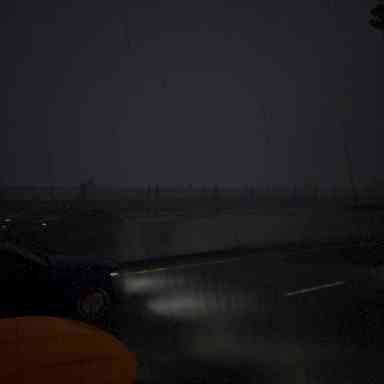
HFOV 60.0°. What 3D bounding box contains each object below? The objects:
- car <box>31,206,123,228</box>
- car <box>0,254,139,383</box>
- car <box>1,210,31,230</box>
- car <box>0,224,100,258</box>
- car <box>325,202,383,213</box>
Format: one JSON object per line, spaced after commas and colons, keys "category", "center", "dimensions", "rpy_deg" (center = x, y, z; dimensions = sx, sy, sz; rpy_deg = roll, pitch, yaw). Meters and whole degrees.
{"category": "car", "center": [-5.587, 1.506, 16.800], "dimensions": [4.181, 1.385, 1.994], "rpy_deg": [0, 0, -31]}
{"category": "car", "center": [-2.665, 1.469, 1.714], "dimensions": [5.008, 1.535, 1.882], "rpy_deg": [0, 0, -36]}
{"category": "car", "center": [-8.529, 1.496, 19.043], "dimensions": [4.181, 1.385, 1.994], "rpy_deg": [0, 0, -33]}
{"category": "car", "center": [-3.426, 1.504, 5.445], "dimensions": [4.674, 1.442, 1.812], "rpy_deg": [0, 0, -35]}
{"category": "car", "center": [10.597, 1.453, 21.328], "dimensions": [4.892, 1.490, 1.837], "rpy_deg": [1, 0, -23]}
